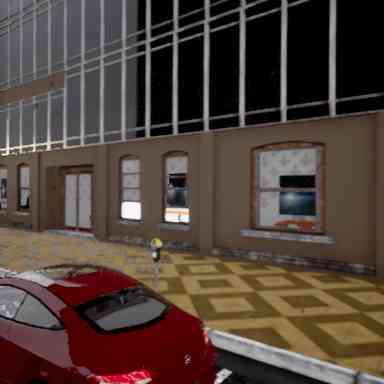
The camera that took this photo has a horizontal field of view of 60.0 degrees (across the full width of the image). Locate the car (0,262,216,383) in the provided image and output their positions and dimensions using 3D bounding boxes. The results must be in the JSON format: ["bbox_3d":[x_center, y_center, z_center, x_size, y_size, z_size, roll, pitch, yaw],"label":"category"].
[{"bbox_3d":[-1.699,1.556,4.086,4.206,1.307,1.802,1,0,35],"label":"car"}]
